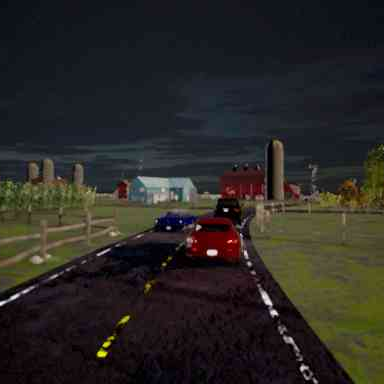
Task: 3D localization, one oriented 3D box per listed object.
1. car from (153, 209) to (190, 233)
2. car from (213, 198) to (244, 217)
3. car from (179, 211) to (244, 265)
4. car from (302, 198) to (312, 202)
[{"bbox_3d":[-1.024,1.796,21.309,1.895,1.301,4.718,0,-1,9],"label":"car"},{"bbox_3d":[3.032,1.487,27.217,2.150,2.045,5.566,0,-1,11],"label":"car"},{"bbox_3d":[0.804,1.640,12.087,1.812,1.442,4.674,0,-1,5],"label":"car"},{"bbox_3d":[30.705,2.313,88.799,1.837,1.490,4.892,0,-1,33],"label":"car"}]
